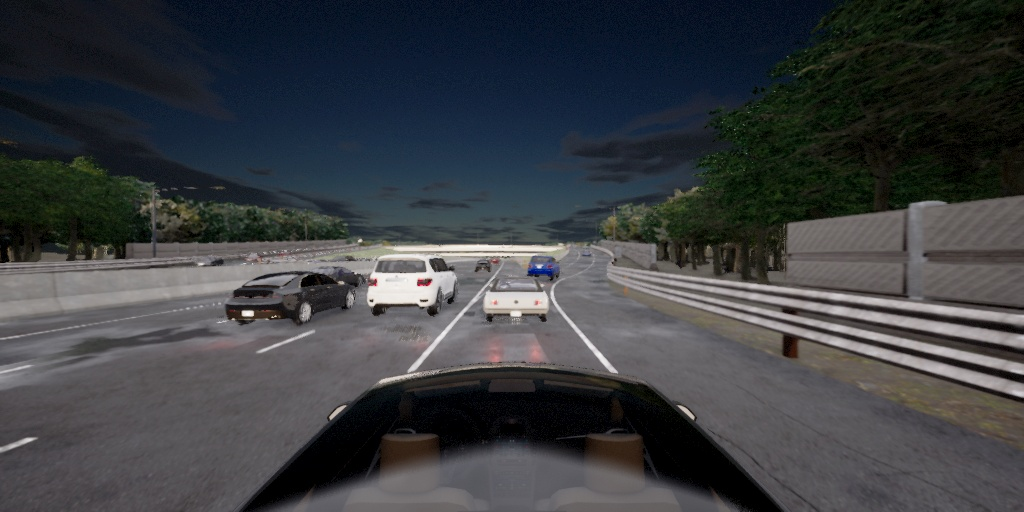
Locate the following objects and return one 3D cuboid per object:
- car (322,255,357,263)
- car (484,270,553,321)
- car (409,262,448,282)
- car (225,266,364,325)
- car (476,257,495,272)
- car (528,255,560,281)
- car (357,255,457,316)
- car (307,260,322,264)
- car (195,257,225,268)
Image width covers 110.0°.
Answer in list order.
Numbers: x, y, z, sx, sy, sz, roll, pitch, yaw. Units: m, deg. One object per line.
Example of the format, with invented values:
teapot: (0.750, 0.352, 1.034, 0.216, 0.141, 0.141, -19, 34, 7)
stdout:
car: (-24.626, 0.942, 51.935, 2.150, 2.045, 5.566, 0, 0, 0)
car: (0.179, 1.346, 12.359, 1.895, 1.301, 4.718, 0, 0, 2)
car: (-6.892, 1.284, 30.251, 2.033, 1.411, 5.357, 0, 0, 0)
car: (-6.894, 1.249, 11.782, 1.837, 1.490, 4.892, 0, 0, 0)
car: (-3.535, 1.237, 45.404, 1.837, 1.490, 4.892, 0, 0, 0)
car: (2.843, 0.990, 31.217, 2.150, 2.045, 5.566, 1, 0, 14)
car: (-3.494, 0.969, 13.544, 2.150, 2.045, 5.566, 0, 0, 0)
car: (-28.118, 1.266, 51.962, 2.033, 1.411, 5.357, 0, 0, 0)
car: (-40.546, 0.882, 48.173, 2.128, 1.511, 4.902, 0, 1, -19)
